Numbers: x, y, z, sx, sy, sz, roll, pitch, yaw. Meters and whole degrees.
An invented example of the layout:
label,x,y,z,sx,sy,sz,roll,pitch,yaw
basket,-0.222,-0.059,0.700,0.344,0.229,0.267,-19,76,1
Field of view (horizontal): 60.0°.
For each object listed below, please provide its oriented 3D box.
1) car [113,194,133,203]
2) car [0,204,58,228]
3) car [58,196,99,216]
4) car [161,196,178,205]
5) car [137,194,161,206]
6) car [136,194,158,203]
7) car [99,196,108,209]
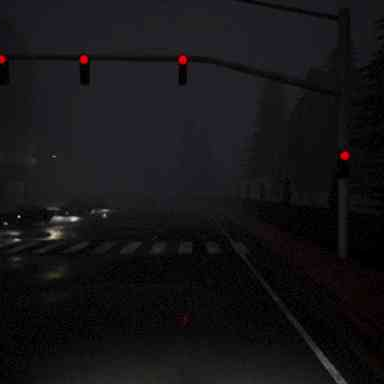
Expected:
label,x,y,z,sx,sy,sz,roll,pitch,yaw
car,-12.343,1.180,59.571,1.837,1.490,4.892,0,0,-41
car,-10.580,1.474,21.130,1.895,1.301,4.718,0,0,0
car,-10.646,1.371,30.874,2.033,1.411,5.357,0,0,-1
car,-3.689,1.291,52.072,1.994,1.385,4.181,0,0,-23
car,-6.294,1.267,48.552,1.812,1.442,4.674,0,0,-20
car,-8.158,1.185,59.827,1.837,1.490,4.892,0,0,-37
car,-11.468,1.247,41.333,1.882,1.535,5.008,0,0,-12
